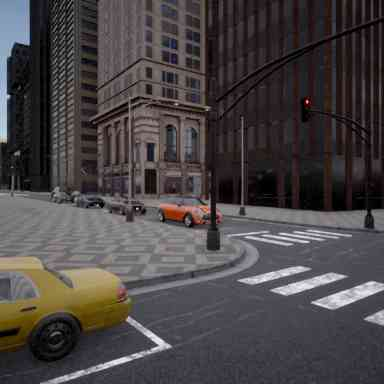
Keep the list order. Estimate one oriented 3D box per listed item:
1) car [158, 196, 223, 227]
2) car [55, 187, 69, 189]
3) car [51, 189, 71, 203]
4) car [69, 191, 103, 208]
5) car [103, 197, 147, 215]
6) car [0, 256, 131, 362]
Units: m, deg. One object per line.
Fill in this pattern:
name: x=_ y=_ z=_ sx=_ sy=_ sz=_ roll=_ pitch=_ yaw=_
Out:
car: x=-0.200 y=1.050 z=20.116 sx=2.097 sy=1.767 sz=4.553 roll=0 pitch=1 yaw=-36
car: x=-21.929 y=0.134 z=55.767 sx=2.150 sy=2.045 sz=5.566 roll=0 pitch=1 yaw=-36
car: x=-16.667 y=0.663 z=43.156 sx=1.837 sy=1.490 sz=4.892 roll=0 pitch=1 yaw=-36
car: x=-10.826 y=0.893 z=34.952 sx=2.033 sy=1.411 sz=5.357 roll=0 pitch=1 yaw=-35
car: x=-5.399 y=1.088 z=27.372 sx=1.994 sy=1.385 sz=4.181 roll=0 pitch=1 yaw=-36
car: x=-3.233 y=1.525 z=4.343 sx=4.829 sy=1.417 sz=1.752 roll=0 pitch=0 yaw=-36
